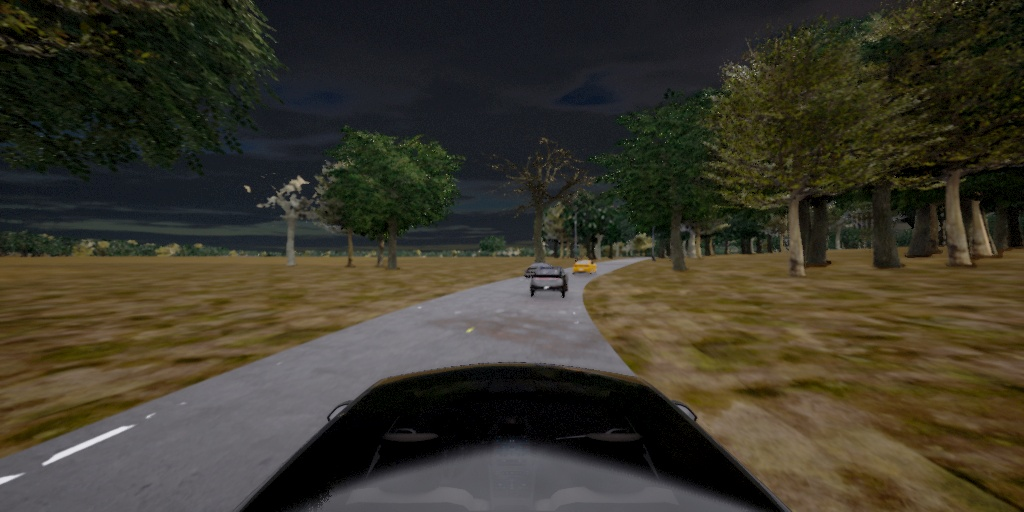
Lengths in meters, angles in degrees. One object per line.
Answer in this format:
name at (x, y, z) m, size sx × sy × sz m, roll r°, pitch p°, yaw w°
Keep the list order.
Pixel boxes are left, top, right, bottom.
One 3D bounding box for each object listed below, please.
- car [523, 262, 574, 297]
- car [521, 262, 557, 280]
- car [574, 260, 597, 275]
car at (2.135, 1.321, 19.762) m, size 2.128 × 1.511 × 4.902 m, roll 0°, pitch 0°, yaw 11°
car at (2.633, 1.300, 33.390) m, size 2.033 × 1.411 × 5.357 m, roll 0°, pitch 1°, yaw 19°
car at (7.838, 1.139, 38.263) m, size 1.882 × 1.535 × 5.008 m, roll 0°, pitch 1°, yaw 22°
